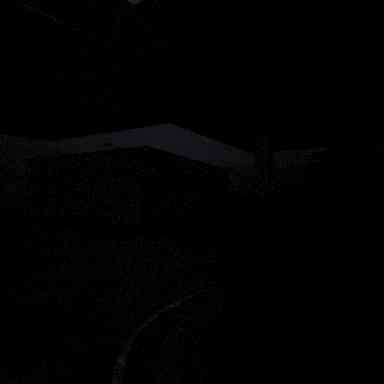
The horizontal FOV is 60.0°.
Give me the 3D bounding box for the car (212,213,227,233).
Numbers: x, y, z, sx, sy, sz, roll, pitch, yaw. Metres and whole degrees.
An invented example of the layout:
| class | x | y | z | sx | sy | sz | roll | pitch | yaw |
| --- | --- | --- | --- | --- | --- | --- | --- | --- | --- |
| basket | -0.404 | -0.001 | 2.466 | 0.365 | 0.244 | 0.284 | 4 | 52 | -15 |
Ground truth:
| class | x | y | z | sx | sy | sz | roll | pitch | yaw |
| --- | --- | --- | --- | --- | --- | --- | --- | --- | --- |
| car | 3.330 | 1.505 | 18.348 | 4.611 | 1.667 | 2.242 | 0 | 0 | 35 |
